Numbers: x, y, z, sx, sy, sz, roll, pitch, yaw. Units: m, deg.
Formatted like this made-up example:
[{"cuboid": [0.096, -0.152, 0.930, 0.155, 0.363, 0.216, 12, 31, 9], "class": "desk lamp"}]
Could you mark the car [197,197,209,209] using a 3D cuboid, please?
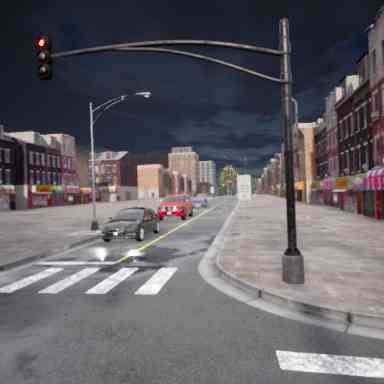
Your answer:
[{"cuboid": [1.039, 1.373, 41.640, 1.812, 1.442, 4.674, -2, 0, 10], "class": "car"}]

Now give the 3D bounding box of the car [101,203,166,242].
[{"cuboid": [-2.984, 1.572, 17.035, 1.837, 1.490, 4.892, -2, 0, 9], "class": "car"}]

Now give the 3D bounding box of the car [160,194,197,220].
[{"cuboid": [-1.283, 1.197, 27.575, 2.150, 2.045, 5.566, -2, 0, 9], "class": "car"}]
